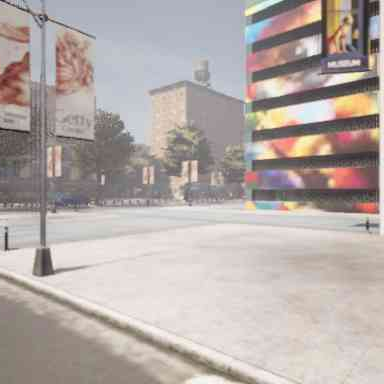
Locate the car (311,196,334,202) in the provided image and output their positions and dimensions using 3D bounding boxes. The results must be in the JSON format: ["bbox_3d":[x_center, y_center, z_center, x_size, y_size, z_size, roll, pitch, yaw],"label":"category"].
[{"bbox_3d":[14.824,1.317,37.735,2.002,1.452,4.674,0,0,41],"label":"car"}]

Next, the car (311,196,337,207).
[{"bbox_3d":[19.725,1.409,49.640,2.161,1.482,4.786,0,0,41],"label":"car"}]

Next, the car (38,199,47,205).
[{"bbox_3d":[-22.229,1.477,53.866,2.128,1.511,4.902,0,0,41],"label":"car"}]

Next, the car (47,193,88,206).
[{"bbox_3d":[-19.062,1.209,52.192,2.150,2.045,5.566,0,0,41],"label":"car"}]
